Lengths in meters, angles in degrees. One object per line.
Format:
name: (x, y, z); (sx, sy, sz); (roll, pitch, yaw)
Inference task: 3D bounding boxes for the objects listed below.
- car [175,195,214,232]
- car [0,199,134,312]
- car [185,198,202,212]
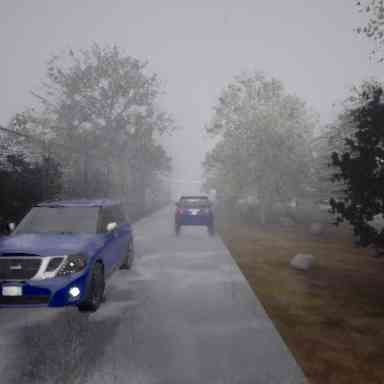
car: (0.133, 1.211, 20.408); (2.150, 2.045, 5.566); (0, 0, 0)
car: (-2.836, 1.218, 8.035); (2.150, 2.045, 5.566); (0, 0, 0)
car: (0.190, 1.460, 39.089); (1.882, 1.535, 5.008); (0, 0, 0)
